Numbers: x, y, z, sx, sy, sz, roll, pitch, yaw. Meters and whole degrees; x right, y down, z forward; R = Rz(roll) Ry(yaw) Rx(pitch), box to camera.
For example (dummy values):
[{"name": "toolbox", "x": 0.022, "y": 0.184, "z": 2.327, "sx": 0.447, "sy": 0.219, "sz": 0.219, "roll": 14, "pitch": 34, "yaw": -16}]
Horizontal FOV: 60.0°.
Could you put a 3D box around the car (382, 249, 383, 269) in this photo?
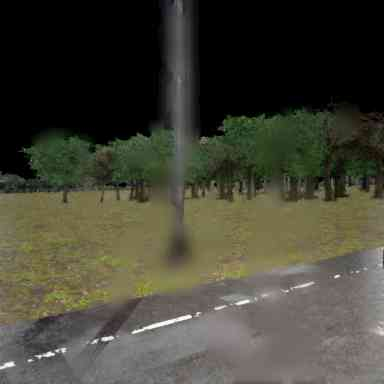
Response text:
[{"name": "car", "x": 7.205, "y": 1.317, "z": 9.130, "sx": 4.553, "sy": 1.767, "sz": 2.097, "roll": 0, "pitch": 0, "yaw": -35}]
